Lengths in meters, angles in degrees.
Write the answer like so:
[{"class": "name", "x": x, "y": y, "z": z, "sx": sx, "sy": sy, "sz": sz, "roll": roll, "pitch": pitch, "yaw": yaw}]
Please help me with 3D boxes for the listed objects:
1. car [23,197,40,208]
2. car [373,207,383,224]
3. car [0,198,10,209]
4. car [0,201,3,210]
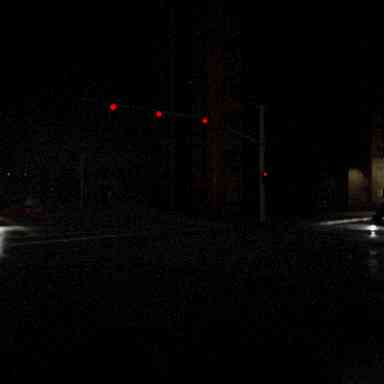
[{"class": "car", "x": -22.511, "y": 1.480, "z": 46.755, "sx": 1.812, "sy": 1.442, "sz": 4.674, "roll": 0, "pitch": 0, "yaw": -31}, {"class": "car", "x": 14.185, "y": 1.401, "z": 22.637, "sx": 4.674, "sy": 1.442, "sz": 1.812, "roll": 0, "pitch": 0, "yaw": -36}, {"class": "car", "x": -25.438, "y": 1.501, "z": 43.957, "sx": 1.812, "sy": 1.442, "sz": 4.674, "roll": 0, "pitch": 0, "yaw": -39}, {"class": "car", "x": -14.628, "y": 1.498, "z": 23.090, "sx": 1.837, "sy": 1.490, "sz": 4.892, "roll": 0, "pitch": 0, "yaw": -36}]
